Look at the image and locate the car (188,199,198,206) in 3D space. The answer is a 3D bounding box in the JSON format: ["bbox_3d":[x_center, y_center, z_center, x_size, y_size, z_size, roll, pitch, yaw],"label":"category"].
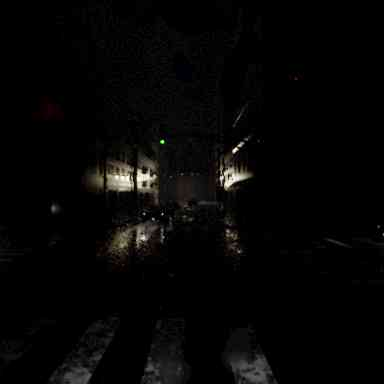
[{"bbox_3d":[0.175,2.106,70.352,1.882,1.535,5.008,0,-1,0],"label":"car"}]

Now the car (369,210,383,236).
[{"bbox_3d":[11.341,1.504,14.996,5.357,1.411,2.033,-1,0,0],"label":"car"}]

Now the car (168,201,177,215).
[{"bbox_3d":[-3.046,1.923,38.615,1.895,1.301,4.718,0,-1,0],"label":"car"}]

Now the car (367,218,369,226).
[{"bbox_3d":[12.108,1.265,17.653,5.009,1.841,2.192,-1,1,0],"label":"car"}]

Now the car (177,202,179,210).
[{"bbox_3d":[-3.024,2.000,50.826,1.994,1.385,4.181,0,-1,-1],"label":"car"}]

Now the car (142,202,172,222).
[{"bbox_3d":[-3.061,1.833,28.451,1.895,1.301,4.718,0,0,0],"label":"car"}]
